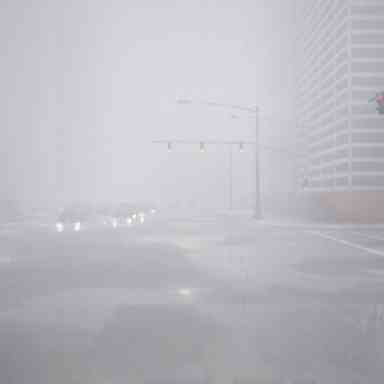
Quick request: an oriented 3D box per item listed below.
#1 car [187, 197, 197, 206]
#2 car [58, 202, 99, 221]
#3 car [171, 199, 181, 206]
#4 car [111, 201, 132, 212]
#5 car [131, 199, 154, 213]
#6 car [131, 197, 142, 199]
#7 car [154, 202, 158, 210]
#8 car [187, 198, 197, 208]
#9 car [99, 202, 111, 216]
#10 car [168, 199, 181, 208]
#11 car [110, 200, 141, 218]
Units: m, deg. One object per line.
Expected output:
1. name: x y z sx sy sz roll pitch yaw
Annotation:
1. car: 0.050 2.085 72.567 2.097 1.767 4.553 0 -1 0
2. car: -10.616 1.737 30.935 2.097 1.767 4.553 0 -1 1
3. car: -3.450 2.255 72.597 2.128 1.511 4.902 0 -1 0
4. car: -10.561 2.168 49.974 2.033 1.411 5.357 0 -1 0
5. car: -7.065 2.068 46.401 2.128 1.511 4.902 0 -1 0
6. car: -10.514 2.225 60.255 1.882 1.535 5.008 0 -1 0
7. car: -7.040 2.305 56.723 1.895 1.301 4.718 0 -1 0
8. car: 0.043 2.321 62.308 2.033 1.411 5.357 0 -1 0
9. car: -10.570 1.975 40.065 1.882 1.535 5.008 0 -1 0
10. car: -3.457 2.265 62.312 2.128 1.511 4.902 0 -1 0
11. car: -7.075 1.953 36.051 1.837 1.490 4.892 0 -1 0
